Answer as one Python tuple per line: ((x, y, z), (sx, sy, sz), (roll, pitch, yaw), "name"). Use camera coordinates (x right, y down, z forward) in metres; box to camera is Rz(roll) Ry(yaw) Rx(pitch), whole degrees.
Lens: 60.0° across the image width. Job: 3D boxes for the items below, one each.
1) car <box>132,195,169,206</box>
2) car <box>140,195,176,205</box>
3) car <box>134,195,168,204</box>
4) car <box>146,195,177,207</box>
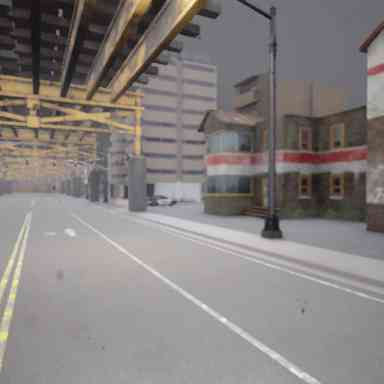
((-5.865, 1.156, 47.613), (4.974, 1.542, 2.038), (0, 0, 0), "car")
((-4.372, 1.033, 43.739), (4.536, 1.218, 1.853), (0, 1, -45), "car")
((-5.812, 0.999, 47.612), (4.536, 1.218, 1.853), (0, 0, 0), "car")
((-4.409, 1.190, 43.703), (4.974, 1.542, 2.038), (0, 1, -45), "car")
